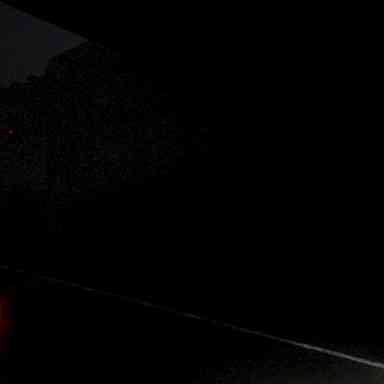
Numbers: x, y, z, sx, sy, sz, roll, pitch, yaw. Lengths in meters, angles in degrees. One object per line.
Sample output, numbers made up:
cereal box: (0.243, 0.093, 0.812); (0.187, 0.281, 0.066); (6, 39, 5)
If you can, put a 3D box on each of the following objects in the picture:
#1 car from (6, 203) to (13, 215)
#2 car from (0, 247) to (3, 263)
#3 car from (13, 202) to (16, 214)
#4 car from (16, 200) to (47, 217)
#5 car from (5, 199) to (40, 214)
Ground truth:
car: (-16.787, 1.539, 33.087); (2.038, 1.542, 4.974); (0, 0, -10)
car: (-7.288, 1.630, 9.191); (4.718, 1.301, 1.895); (0, 0, 35)
car: (-13.097, 1.527, 30.327); (4.974, 1.542, 2.038); (0, 0, 0)
car: (-13.045, 1.369, 30.327); (4.536, 1.218, 1.853); (0, 0, 0)
car: (-16.796, 1.381, 33.138); (1.853, 1.218, 4.536); (0, 0, -10)
